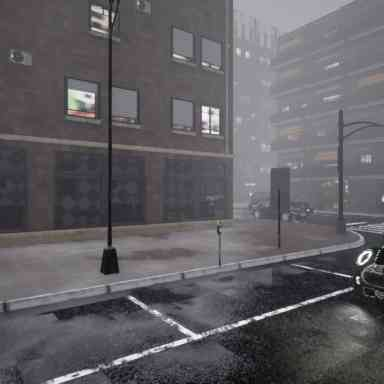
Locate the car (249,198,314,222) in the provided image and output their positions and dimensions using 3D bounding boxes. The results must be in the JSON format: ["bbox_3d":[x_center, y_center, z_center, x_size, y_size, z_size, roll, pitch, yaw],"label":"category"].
[{"bbox_3d":[6.227,1.342,24.159,2.008,1.369,4.403,1,0,-36],"label":"car"}]

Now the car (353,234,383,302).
[{"bbox_3d":[5.554,1.351,7.326,4.553,1.767,2.097,0,0,-35],"label":"car"}]

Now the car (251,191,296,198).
[{"bbox_3d":[7.135,0.988,27.301,2.150,2.045,5.566,0,1,-36],"label":"car"}]

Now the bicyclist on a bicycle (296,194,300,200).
[{"bbox_3d":[11.485,1.011,36.175,1.656,1.620,0.582,0,1,-36],"label":"bicyclist on a bicycle"}]
